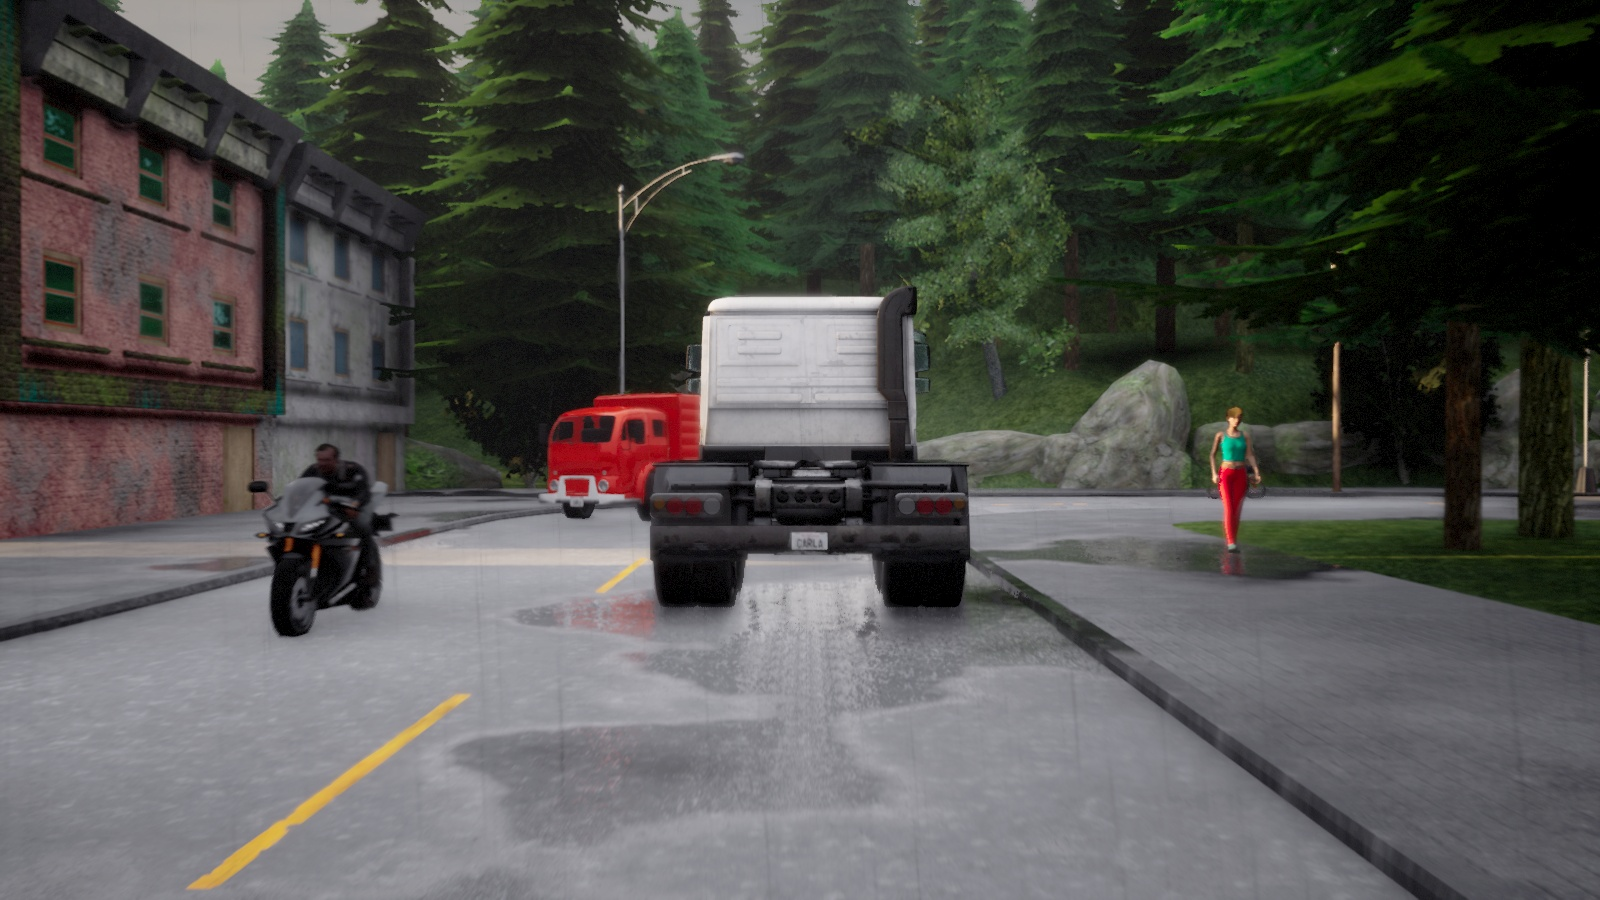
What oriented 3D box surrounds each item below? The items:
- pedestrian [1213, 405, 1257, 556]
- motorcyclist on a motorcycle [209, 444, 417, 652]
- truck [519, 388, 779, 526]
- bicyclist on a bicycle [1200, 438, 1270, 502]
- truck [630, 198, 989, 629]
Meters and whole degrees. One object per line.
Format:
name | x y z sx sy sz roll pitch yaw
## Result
pedestrian | 5.416 0.372 15.644 0.345 1.836 0.594 0 0 1
motorcyclist on a motorcycle | -3.930 0.720 10.370 0.866 1.530 2.191 0 0 0
truck | -2.874 0.116 25.269 2.627 2.467 5.204 0 0 29
bicyclist on a bicycle | 11.189 0.510 32.326 1.509 1.612 0.866 0 0 0
truck | 0.096 -0.315 14.075 2.891 3.462 7.936 0 0 0
